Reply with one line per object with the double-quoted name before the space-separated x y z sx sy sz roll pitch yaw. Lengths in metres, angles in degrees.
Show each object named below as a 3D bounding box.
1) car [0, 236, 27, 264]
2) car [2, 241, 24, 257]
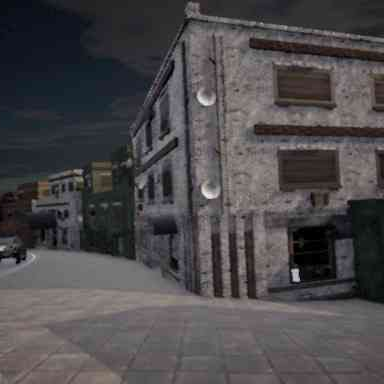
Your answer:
"car" -14.462 4.563 26.161 2.150 2.045 5.566 -2 -8 -21
"car" -21.944 6.881 40.623 1.882 1.535 5.008 -1 -6 -33
